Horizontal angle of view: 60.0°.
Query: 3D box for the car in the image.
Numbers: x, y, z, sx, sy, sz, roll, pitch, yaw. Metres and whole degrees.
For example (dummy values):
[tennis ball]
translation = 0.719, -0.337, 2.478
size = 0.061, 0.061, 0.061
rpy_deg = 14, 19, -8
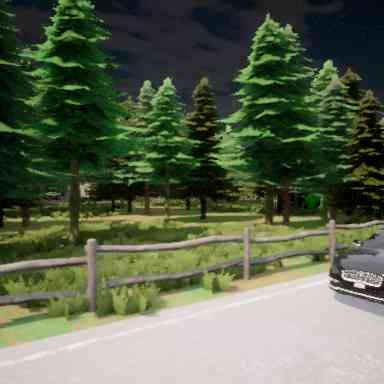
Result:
[car]
translation = 5.096, 1.502, 7.523
size = 4.892, 1.490, 1.837
rpy_deg = 1, 0, -35
